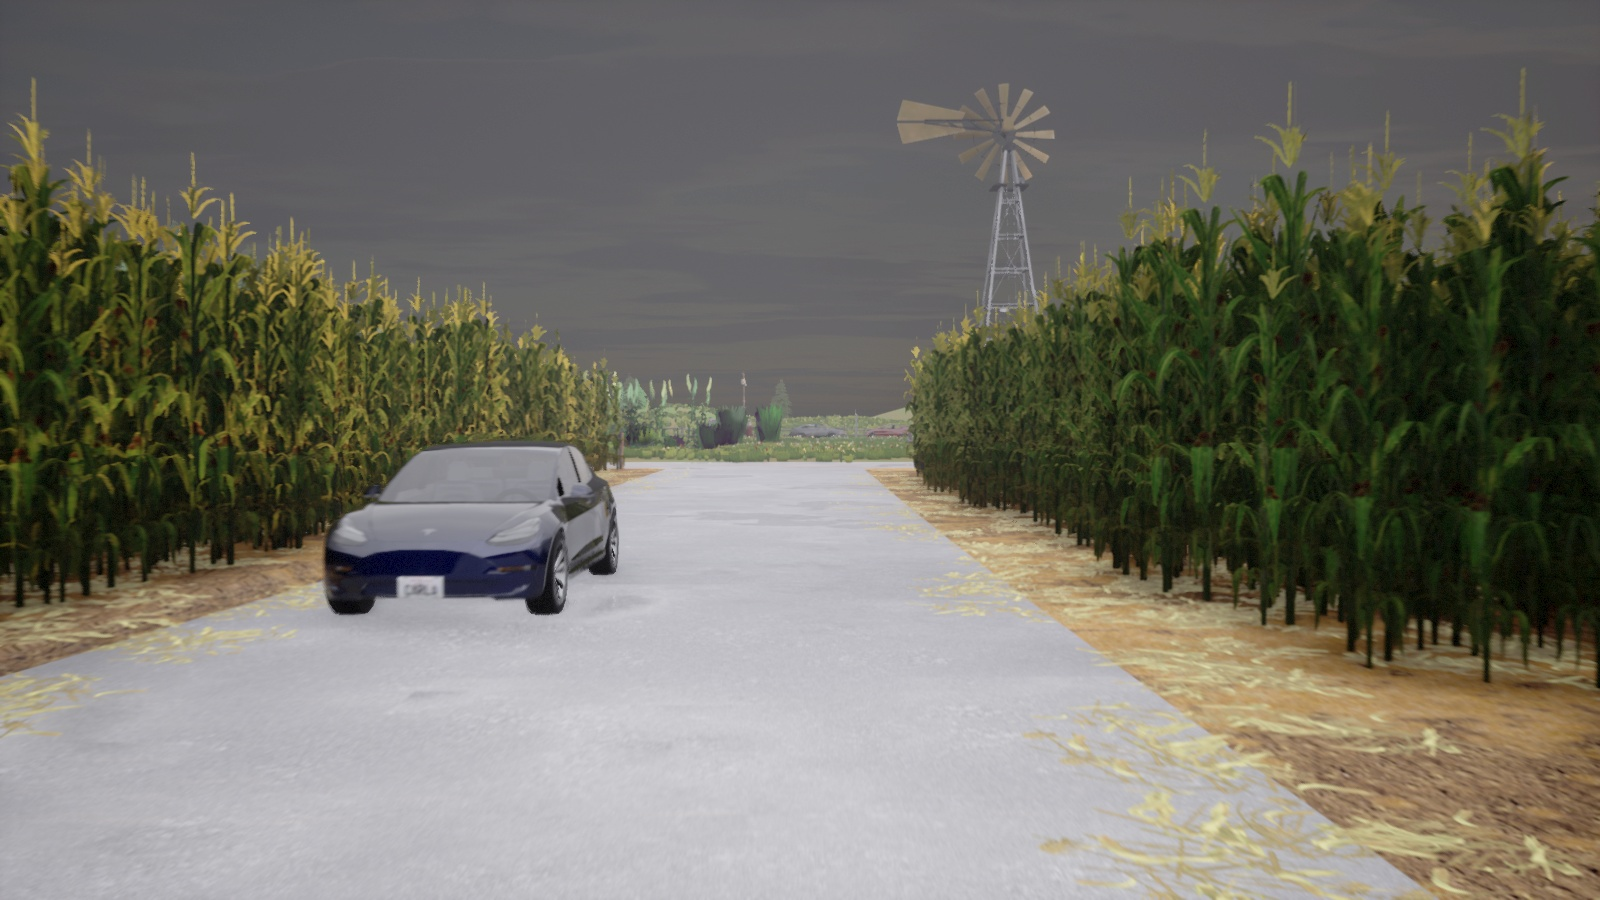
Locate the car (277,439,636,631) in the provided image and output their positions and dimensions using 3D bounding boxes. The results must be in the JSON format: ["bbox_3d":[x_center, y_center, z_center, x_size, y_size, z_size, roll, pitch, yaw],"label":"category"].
[{"bbox_3d":[-3.015,0.646,12.262,2.163,1.488,4.792,0,1,0],"label":"car"}]
